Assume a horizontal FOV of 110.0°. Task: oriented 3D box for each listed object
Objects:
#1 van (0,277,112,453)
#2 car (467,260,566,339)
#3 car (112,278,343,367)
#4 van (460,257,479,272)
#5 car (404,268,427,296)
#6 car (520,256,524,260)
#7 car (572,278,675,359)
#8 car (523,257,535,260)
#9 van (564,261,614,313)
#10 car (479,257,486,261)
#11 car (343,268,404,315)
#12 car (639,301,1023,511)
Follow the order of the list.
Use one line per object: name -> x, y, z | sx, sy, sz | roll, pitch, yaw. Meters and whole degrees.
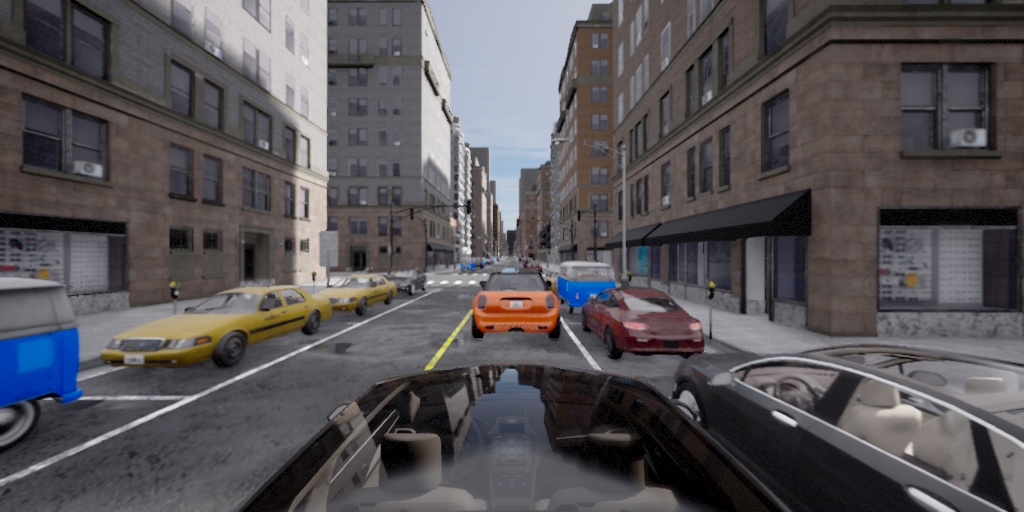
van -> -5.858, 1.092, 2.458 | 1.690, 1.789, 3.998 | 0, 0, 0
car -> 0.108, 1.113, 10.240 | 2.097, 1.767, 4.553 | 0, 0, 0
car -> -5.837, 1.284, 7.958 | 1.751, 1.417, 4.829 | 0, 0, 0
van -> -5.697, 1.126, 46.660 | 1.690, 1.789, 3.998 | 0, 0, 0
car -> -5.796, 1.318, 19.464 | 2.007, 1.370, 4.403 | 0, 0, 0
car -> 2.868, 1.104, 57.817 | 2.192, 1.841, 5.009 | 0, 0, 0
car -> 2.688, 1.341, 8.112 | 1.802, 1.307, 4.207 | 0, 0, 0
car -> 2.828, 1.226, 46.647 | 1.967, 1.591, 4.097 | 0, 0, 0
van -> 2.709, 1.105, 13.782 | 1.690, 1.789, 3.998 | 0, 0, 0
car -> -5.657, 1.104, 57.833 | 2.192, 1.841, 5.009 | 0, 0, 0
car -> -5.817, 1.289, 13.627 | 1.751, 1.417, 4.829 | 0, 0, 0
car -> 2.668, 1.302, 2.441 | 2.007, 1.370, 4.403 | 0, 0, 0
